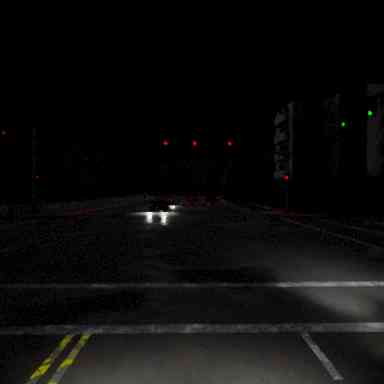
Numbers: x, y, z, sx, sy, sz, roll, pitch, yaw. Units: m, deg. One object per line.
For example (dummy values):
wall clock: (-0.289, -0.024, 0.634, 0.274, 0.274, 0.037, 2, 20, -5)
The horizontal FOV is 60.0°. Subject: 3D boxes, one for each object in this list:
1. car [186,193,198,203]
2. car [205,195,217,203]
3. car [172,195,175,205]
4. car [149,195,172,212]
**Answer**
car: (0.000, 1.027, 60.637, 2.097, 1.767, 4.553, 0, 0, 0)
car: (3.500, 1.201, 60.682, 1.812, 1.442, 4.674, 0, 0, 0)
car: (-3.557, 1.207, 50.505, 1.882, 1.535, 5.008, 0, 0, 0)
car: (-3.583, 1.330, 36.478, 1.812, 1.442, 4.674, 0, 0, 0)
